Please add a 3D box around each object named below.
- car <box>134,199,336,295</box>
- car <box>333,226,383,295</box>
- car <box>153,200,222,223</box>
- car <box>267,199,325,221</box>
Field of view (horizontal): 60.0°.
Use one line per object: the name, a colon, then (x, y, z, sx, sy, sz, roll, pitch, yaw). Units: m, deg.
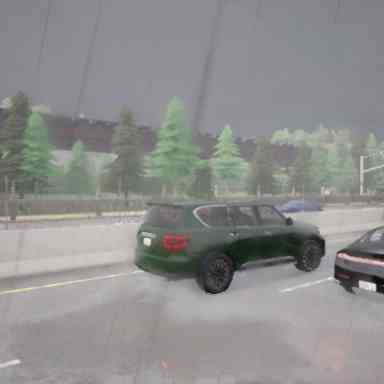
car: (1.203, 1.195, 8.899, 5.566, 2.045, 2.150, 0, 0, -35)
car: (5.129, 1.469, 7.381, 4.902, 1.511, 2.128, 0, 0, -35)
car: (-0.262, 1.409, 25.260, 5.008, 1.535, 1.882, 0, 0, -35)
car: (8.565, 1.399, 27.220, 5.008, 1.535, 1.882, 0, 0, -35)
